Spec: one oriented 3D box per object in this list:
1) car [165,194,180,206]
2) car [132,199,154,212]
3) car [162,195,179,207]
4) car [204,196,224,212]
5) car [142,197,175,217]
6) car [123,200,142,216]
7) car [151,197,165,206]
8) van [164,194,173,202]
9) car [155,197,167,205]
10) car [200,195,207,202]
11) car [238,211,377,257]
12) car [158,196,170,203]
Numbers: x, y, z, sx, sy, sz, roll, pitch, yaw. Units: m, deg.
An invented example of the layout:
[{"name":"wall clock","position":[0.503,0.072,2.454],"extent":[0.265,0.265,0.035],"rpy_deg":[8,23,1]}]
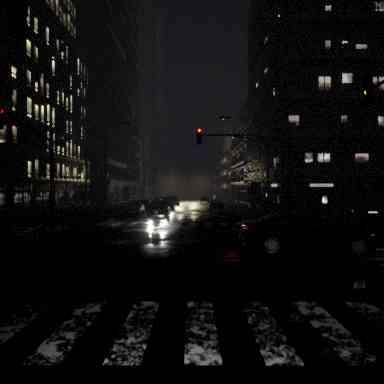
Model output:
[{"name":"car","position":[-2.997,1.334,51.197],"extent":[2.097,1.767,4.553],"rpy_deg":[0,0,0]},{"name":"car","position":[-5.635,1.552,38.671],"extent":[1.947,1.339,4.313],"rpy_deg":[-1,0,0]},{"name":"car","position":[-3.024,1.477,40.503],"extent":[2.128,1.511,4.902],"rpy_deg":[0,0,0]},{"name":"car","position":[2.744,1.537,38.657],"extent":[2.008,1.369,4.403],"rpy_deg":[-1,0,0]},{"name":"car","position":[-3.046,1.480,30.999],"extent":[2.128,1.511,4.902],"rpy_deg":[0,0,0]},{"name":"car","position":[-5.646,1.513,32.847],"extent":[1.752,1.417,4.829],"rpy_deg":[-1,0,0]},{"name":"car","position":[-5.605,1.526,55.635],"extent":[1.887,1.381,4.507],"rpy_deg":[-1,0,0]},{"name":"van","position":[-5.568,1.316,78.254],"extent":[1.690,1.788,3.998],"rpy_deg":[-1,0,0]},{"name":"car","position":[-5.594,1.561,61.290],"extent":[1.802,1.307,4.206],"rpy_deg":[-1,0,0]},{"name":"car","position":[2.804,1.416,72.585],"extent":[1.967,1.590,4.097],"rpy_deg":[-1,0,0]},{"name":"car","position":[4.278,1.495,12.576],"extent":[5.008,1.535,1.882],"rpy_deg":[1,0,1]},{"name":"car","position":[-5.585,1.522,66.944],"extent":[1.887,1.381,4.507],"rpy_deg":[-1,0,0]}]
